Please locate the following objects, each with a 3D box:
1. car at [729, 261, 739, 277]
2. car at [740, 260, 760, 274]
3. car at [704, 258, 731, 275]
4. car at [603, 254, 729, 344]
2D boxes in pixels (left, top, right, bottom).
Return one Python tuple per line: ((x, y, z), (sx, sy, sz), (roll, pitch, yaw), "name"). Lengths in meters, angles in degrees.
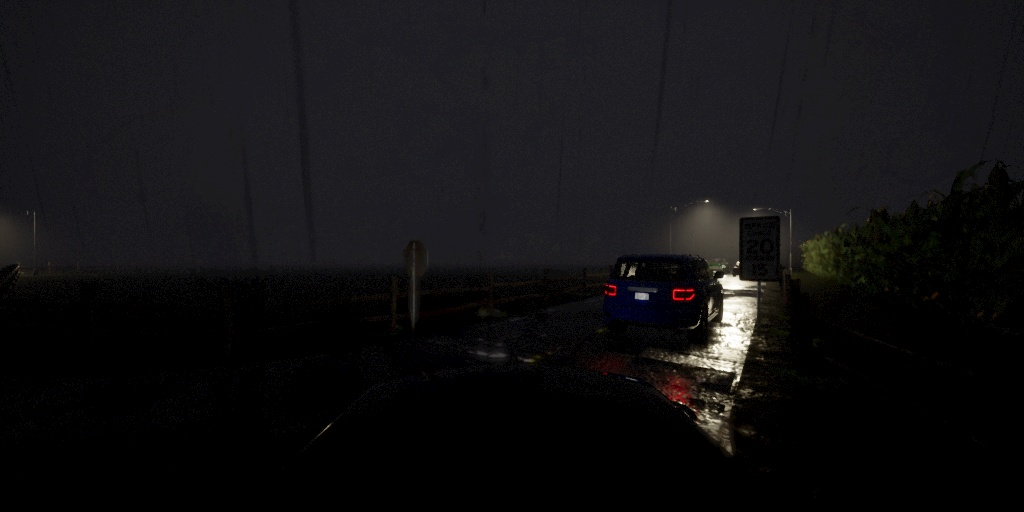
((22.843, 1.257, 35.135), (2.128, 1.511, 4.902), (0, 0, 37), "car")
((28.963, 1.298, 43.603), (1.812, 1.442, 4.674), (0, 0, 36), "car")
((22.948, 1.105, 40.031), (2.097, 1.767, 4.553), (0, 0, 36), "car")
((4.413, 0.971, 9.981), (2.150, 2.045, 5.566), (0, 0, 36), "car")
